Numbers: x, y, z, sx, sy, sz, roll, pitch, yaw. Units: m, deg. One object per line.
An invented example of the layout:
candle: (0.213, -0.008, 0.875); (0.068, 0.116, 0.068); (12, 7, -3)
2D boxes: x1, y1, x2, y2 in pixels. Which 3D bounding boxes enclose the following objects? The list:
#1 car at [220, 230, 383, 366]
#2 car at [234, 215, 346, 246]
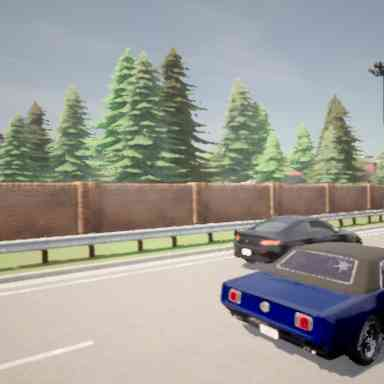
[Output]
car: (2.856, 1.547, 5.714); (4.718, 1.301, 1.895); (-1, 0, -35)
car: (3.371, 1.444, 10.331); (4.674, 1.442, 1.812); (0, 0, -35)
